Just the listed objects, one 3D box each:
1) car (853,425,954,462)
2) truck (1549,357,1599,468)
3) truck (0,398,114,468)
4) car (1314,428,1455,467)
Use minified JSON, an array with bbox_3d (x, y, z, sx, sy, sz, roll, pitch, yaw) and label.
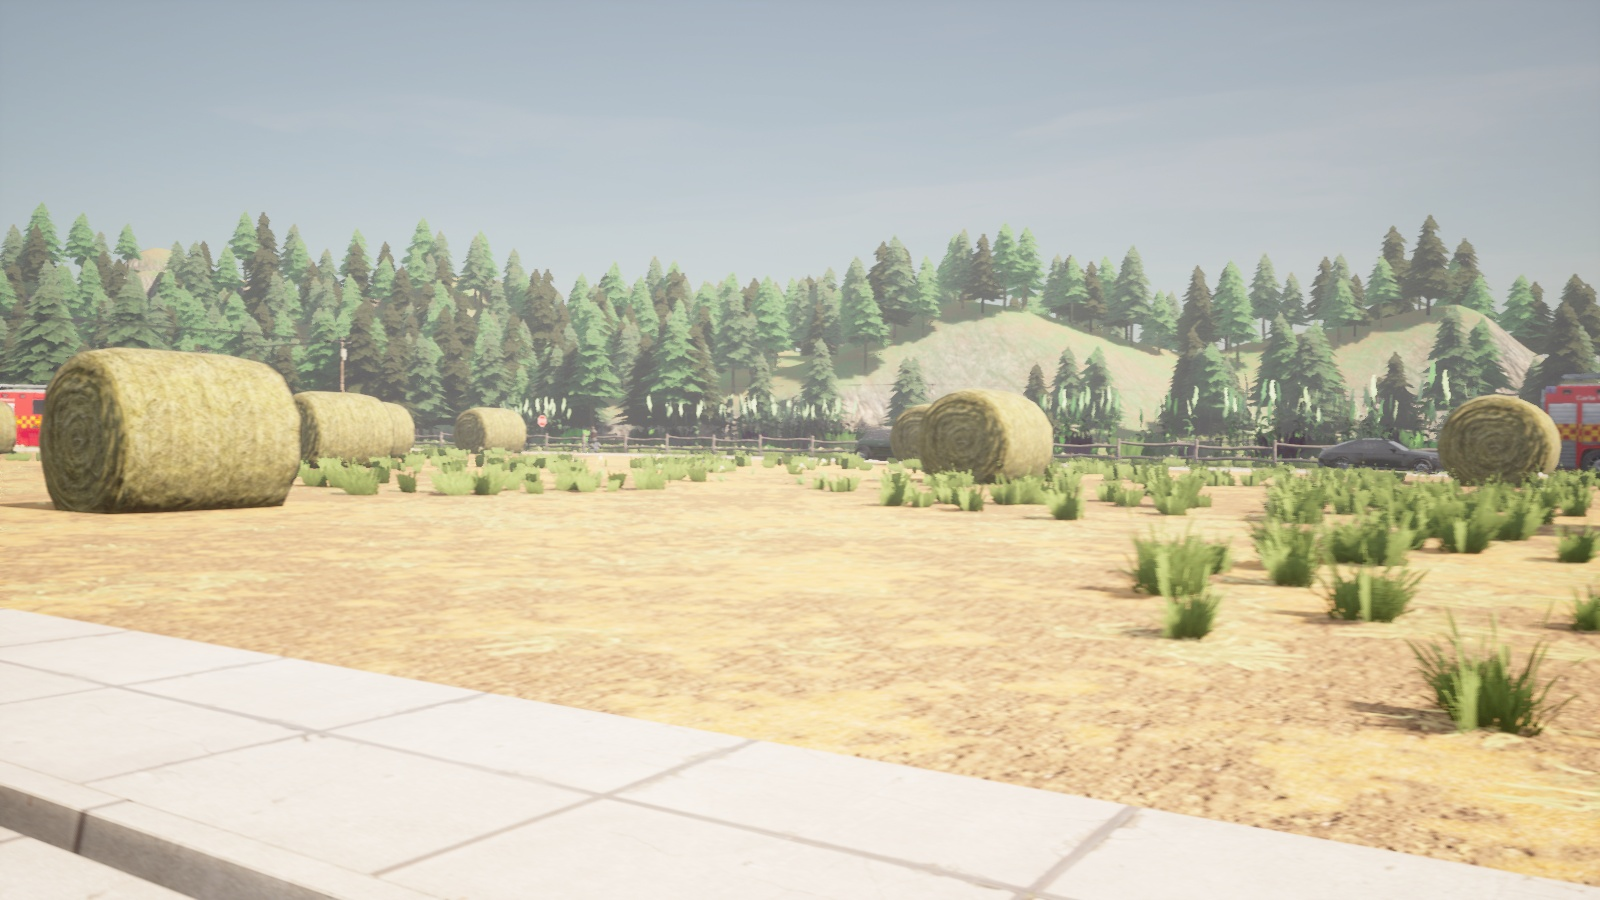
[{"bbox_3d":[5.100,-0.314,62.240,4.553,1.767,2.097,0,1,37],"label":"car"},{"bbox_3d":[30.587,-1.302,42.739,8.468,3.827,2.891,0,1,37],"label":"truck"},{"bbox_3d":[-43.718,-0.974,70.679,2.891,3.827,8.468,0,1,35],"label":"truck"},{"bbox_3d":[22.688,-0.123,48.802,4.674,1.442,1.812,0,1,37],"label":"car"}]
